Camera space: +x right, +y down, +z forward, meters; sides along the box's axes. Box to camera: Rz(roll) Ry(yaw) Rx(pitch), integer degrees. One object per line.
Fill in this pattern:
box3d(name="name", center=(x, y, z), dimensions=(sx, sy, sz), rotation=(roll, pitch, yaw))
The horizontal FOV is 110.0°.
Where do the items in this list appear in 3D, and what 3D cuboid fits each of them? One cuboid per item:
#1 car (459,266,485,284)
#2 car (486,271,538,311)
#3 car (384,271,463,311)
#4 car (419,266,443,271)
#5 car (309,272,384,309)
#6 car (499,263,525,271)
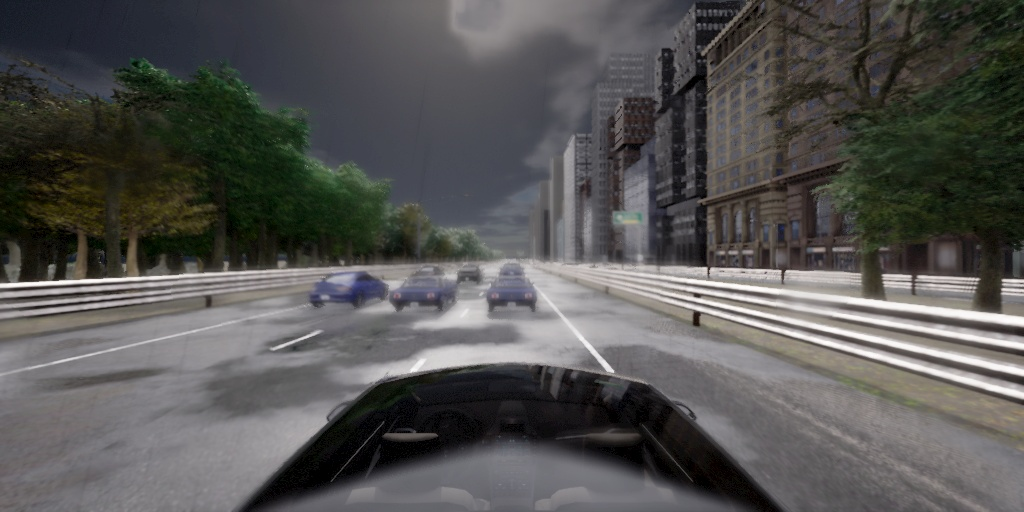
box3d(name="car", center=(-3.489, 1.550, 30.361), dimensions=(1.837, 1.490, 4.892), rotation=(0, 0, 0))
box3d(name="car", center=(0.011, 1.481, 15.110), dimensions=(1.895, 1.301, 4.718), rotation=(0, -1, 0))
box3d(name="car", center=(-3.489, 1.481, 15.112), dimensions=(1.895, 1.301, 4.718), rotation=(0, -1, 0))
box3d(name="car", center=(-6.987, 1.574, 30.765), dimensions=(1.812, 1.442, 4.674), rotation=(0, 0, 0))
box3d(name="car", center=(-6.983, 1.411, 15.758), dimensions=(1.812, 1.442, 4.674), rotation=(0, 0, 0))
box3d(name="car", center=(0.012, 1.393, 30.283), dimensions=(2.097, 1.767, 4.553), rotation=(0, -1, 0))
